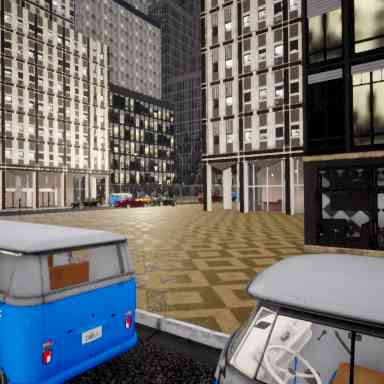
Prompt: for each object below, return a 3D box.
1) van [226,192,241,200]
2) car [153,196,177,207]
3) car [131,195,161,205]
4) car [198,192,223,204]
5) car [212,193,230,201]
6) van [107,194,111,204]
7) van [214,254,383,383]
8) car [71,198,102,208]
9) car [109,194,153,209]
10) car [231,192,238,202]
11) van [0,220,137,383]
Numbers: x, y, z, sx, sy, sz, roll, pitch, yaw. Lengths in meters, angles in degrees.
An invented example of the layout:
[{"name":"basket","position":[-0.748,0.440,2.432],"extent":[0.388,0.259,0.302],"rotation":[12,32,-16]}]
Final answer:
[{"name":"van","position":[9.507,0.873,75.670],"extent":[1.690,1.788,3.998],"rotation":[0,0,36]},{"name":"car","position":[-3.729,1.231,43.458],"extent":[2.008,1.369,4.403],"rotation":[0,0,36]},{"name":"car","position":[-7.273,1.279,52.793],"extent":[1.752,1.417,4.829],"rotation":[0,0,36]},{"name":"car","position":[2.938,0.909,52.549],"extent":[2.192,1.841,5.009],"rotation":[0,0,36]},{"name":"car","position":[6.172,1.017,71.122],"extent":[1.967,1.590,4.097],"rotation":[0,0,36]},{"name":"van","position":[-10.510,1.136,48.382],"extent":[1.690,1.788,3.998],"rotation":[0,0,36]},{"name":"van","position":[1.930,1.341,1.510],"extent":[3.998,1.788,1.690],"rotation":[0,-1,36]},{"name":"car","position":[-13.845,1.404,43.835],"extent":[1.947,1.339,4.313],"rotation":[0,0,36]},{"name":"car","position":[-7.064,1.268,38.912],"extent":[1.887,1.381,4.507],"rotation":[0,0,36]},{"name":"car","position":[6.275,1.101,57.096],"extent":[2.008,1.369,4.403],"rotation":[0,0,36]},{"name":"van","position":[-2.607,1.342,4.753],"extent":[3.998,1.788,1.690],"rotation":[0,-1,36]}]
